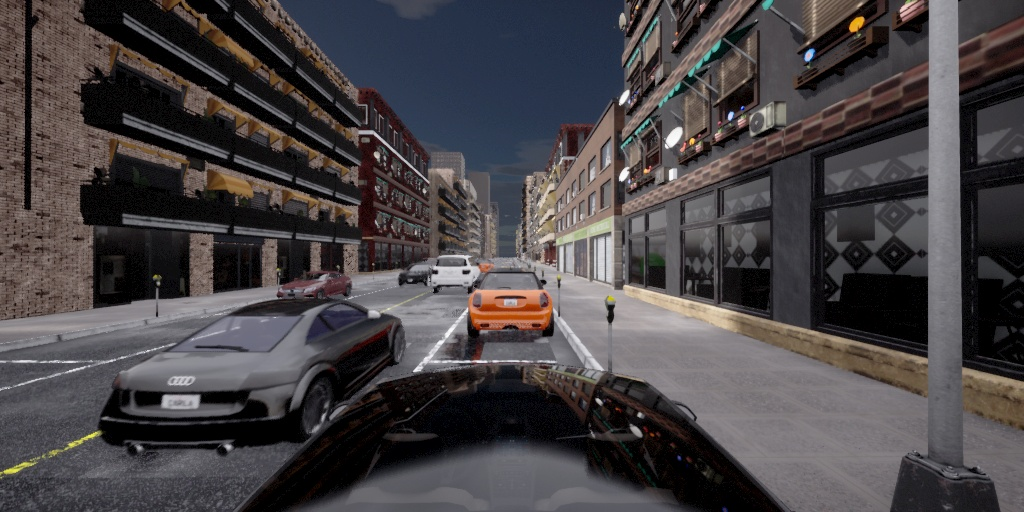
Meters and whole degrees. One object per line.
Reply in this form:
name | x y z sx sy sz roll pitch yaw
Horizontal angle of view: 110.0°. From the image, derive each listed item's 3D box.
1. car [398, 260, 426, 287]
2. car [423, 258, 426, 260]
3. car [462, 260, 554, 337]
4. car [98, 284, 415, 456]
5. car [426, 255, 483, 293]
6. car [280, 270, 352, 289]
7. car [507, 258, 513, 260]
car | -6.245 1.228 24.499 1.882 1.535 5.008 0 0 0
car | -8.837 1.064 39.007 2.192 1.841 5.009 0 0 0
car | -0.032 1.103 10.469 2.097 1.767 4.553 0 0 0
car | -3.049 1.314 5.310 1.994 1.385 4.181 0 0 0
car | -3.147 0.974 20.928 2.150 2.045 5.566 0 0 0
car | -8.837 1.333 16.462 1.802 1.307 4.207 0 0 0
car | -0.456 1.275 39.173 1.751 1.417 4.829 0 0 0
